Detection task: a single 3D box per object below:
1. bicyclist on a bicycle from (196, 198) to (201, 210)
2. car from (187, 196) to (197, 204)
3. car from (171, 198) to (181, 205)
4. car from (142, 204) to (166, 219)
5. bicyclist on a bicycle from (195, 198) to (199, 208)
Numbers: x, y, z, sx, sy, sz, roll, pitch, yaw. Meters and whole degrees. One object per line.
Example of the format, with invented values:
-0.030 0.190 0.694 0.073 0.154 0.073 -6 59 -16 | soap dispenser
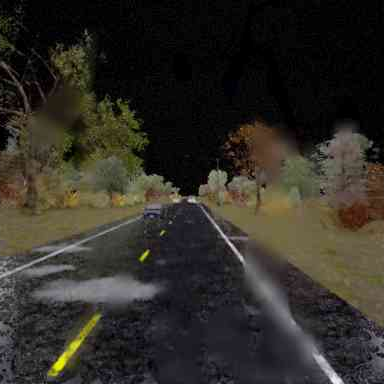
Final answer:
0.949 1.894 49.882 0.866 1.612 1.509 0 -1 0 | bicyclist on a bicycle
-0.017 2.029 84.418 2.150 2.045 5.566 0 -1 0 | car
-3.515 2.143 73.495 1.812 1.442 4.674 0 -1 0 | car
-3.597 1.837 32.511 2.033 1.411 5.357 0 -1 0 | car
0.951 1.911 58.345 0.659 1.776 1.843 0 0 0 | bicyclist on a bicycle
